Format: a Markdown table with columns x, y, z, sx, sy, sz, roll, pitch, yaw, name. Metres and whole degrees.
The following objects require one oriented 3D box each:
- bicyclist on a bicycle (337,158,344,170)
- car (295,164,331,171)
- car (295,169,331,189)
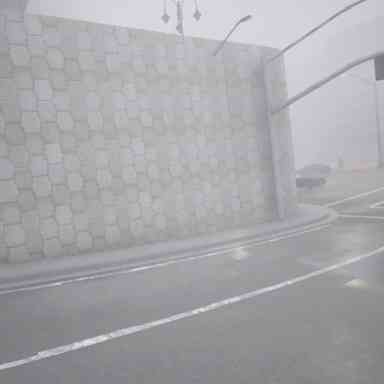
| x | y | z | sx | sy | sz | roll | pitch | yaw | name |
| --- | --- | --- | --- | --- | --- | --- | --- | --- | --- |
| 20.062 | -3.821 | 44.865 | 1.656 | 1.620 | 0.582 | -11 | 6 | -35 | bicyclist on a bicycle |
| 15.104 | -2.740 | 42.031 | 1.837 | 1.490 | 4.892 | -11 | 6 | -35 | car |
| 10.007 | -1.015 | 30.946 | 1.895 | 1.301 | 4.718 | -11 | 6 | -35 | car |
